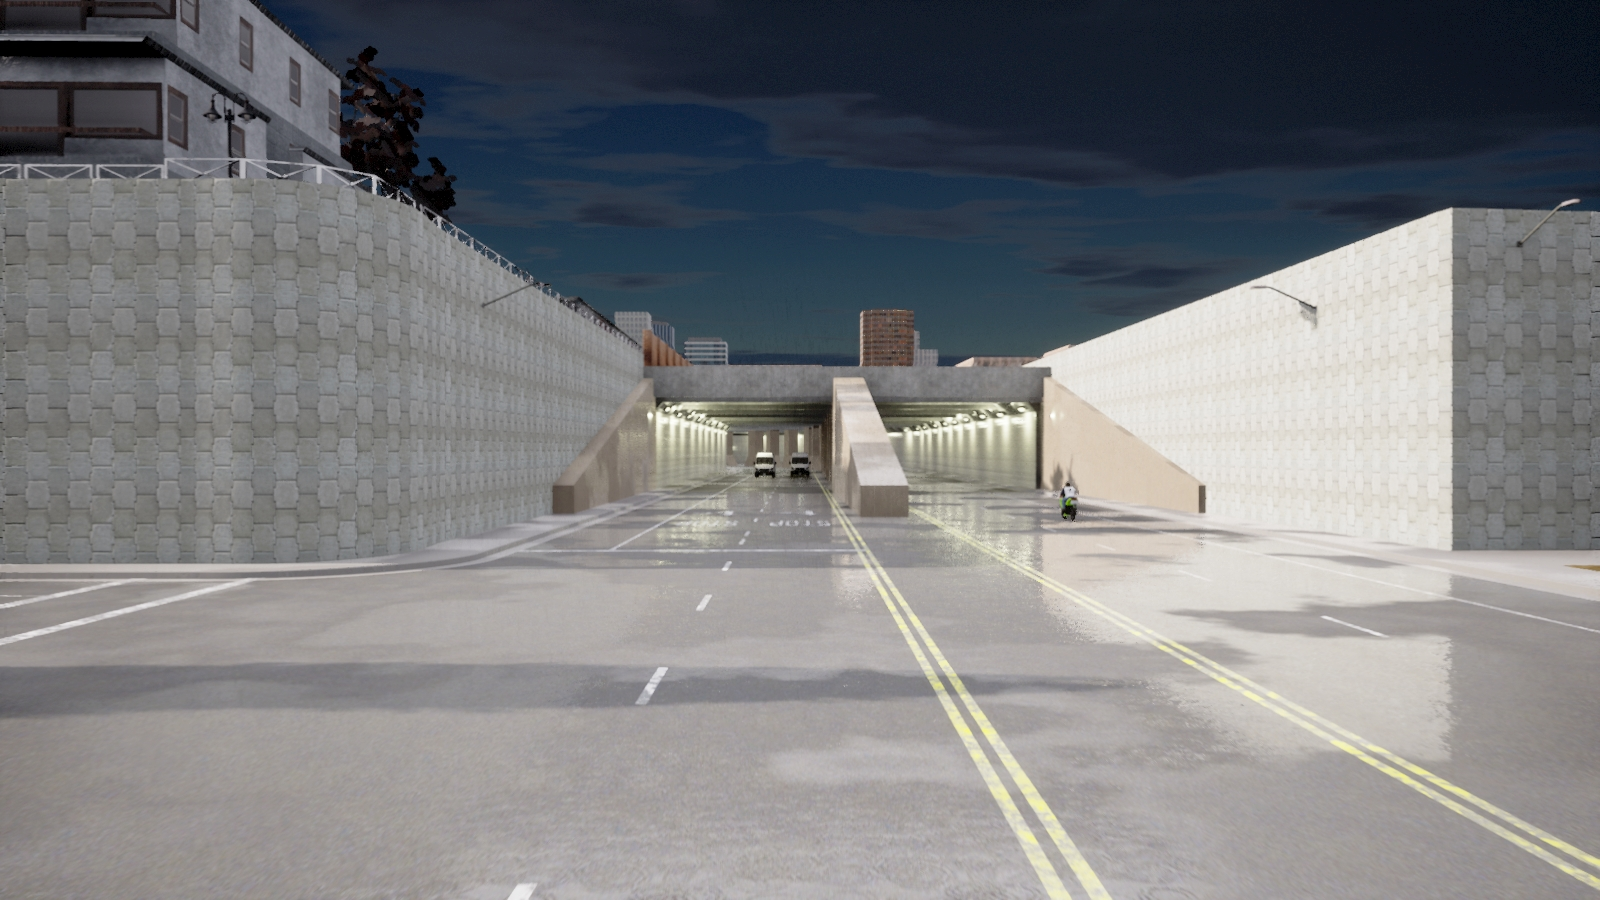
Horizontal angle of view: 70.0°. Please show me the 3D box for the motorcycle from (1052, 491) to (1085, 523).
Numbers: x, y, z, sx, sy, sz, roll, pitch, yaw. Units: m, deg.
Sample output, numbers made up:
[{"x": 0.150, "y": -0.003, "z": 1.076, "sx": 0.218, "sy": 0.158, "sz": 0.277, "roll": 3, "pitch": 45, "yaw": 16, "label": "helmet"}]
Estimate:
[{"x": 10.481, "y": 2.202, "z": 44.634, "sx": 0.803, "sy": 1.145, "sz": 2.033, "roll": 0, "pitch": 0, "yaw": 0, "label": "motorcycle"}]
